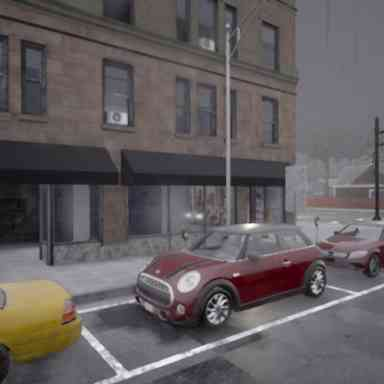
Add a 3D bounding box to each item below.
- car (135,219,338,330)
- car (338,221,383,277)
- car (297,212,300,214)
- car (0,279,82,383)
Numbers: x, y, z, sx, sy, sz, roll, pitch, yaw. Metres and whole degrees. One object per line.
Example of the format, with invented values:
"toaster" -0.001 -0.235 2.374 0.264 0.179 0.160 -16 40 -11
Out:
"car" 0.886 1.428 6.828 4.097 1.590 1.967 0 0 -36
"car" 5.371 1.555 10.044 4.206 1.307 1.802 0 0 -36
"car" 8.653 1.622 33.428 1.994 1.385 4.181 0 0 -36
"car" -3.737 1.528 3.513 4.829 1.417 1.752 0 0 -36
